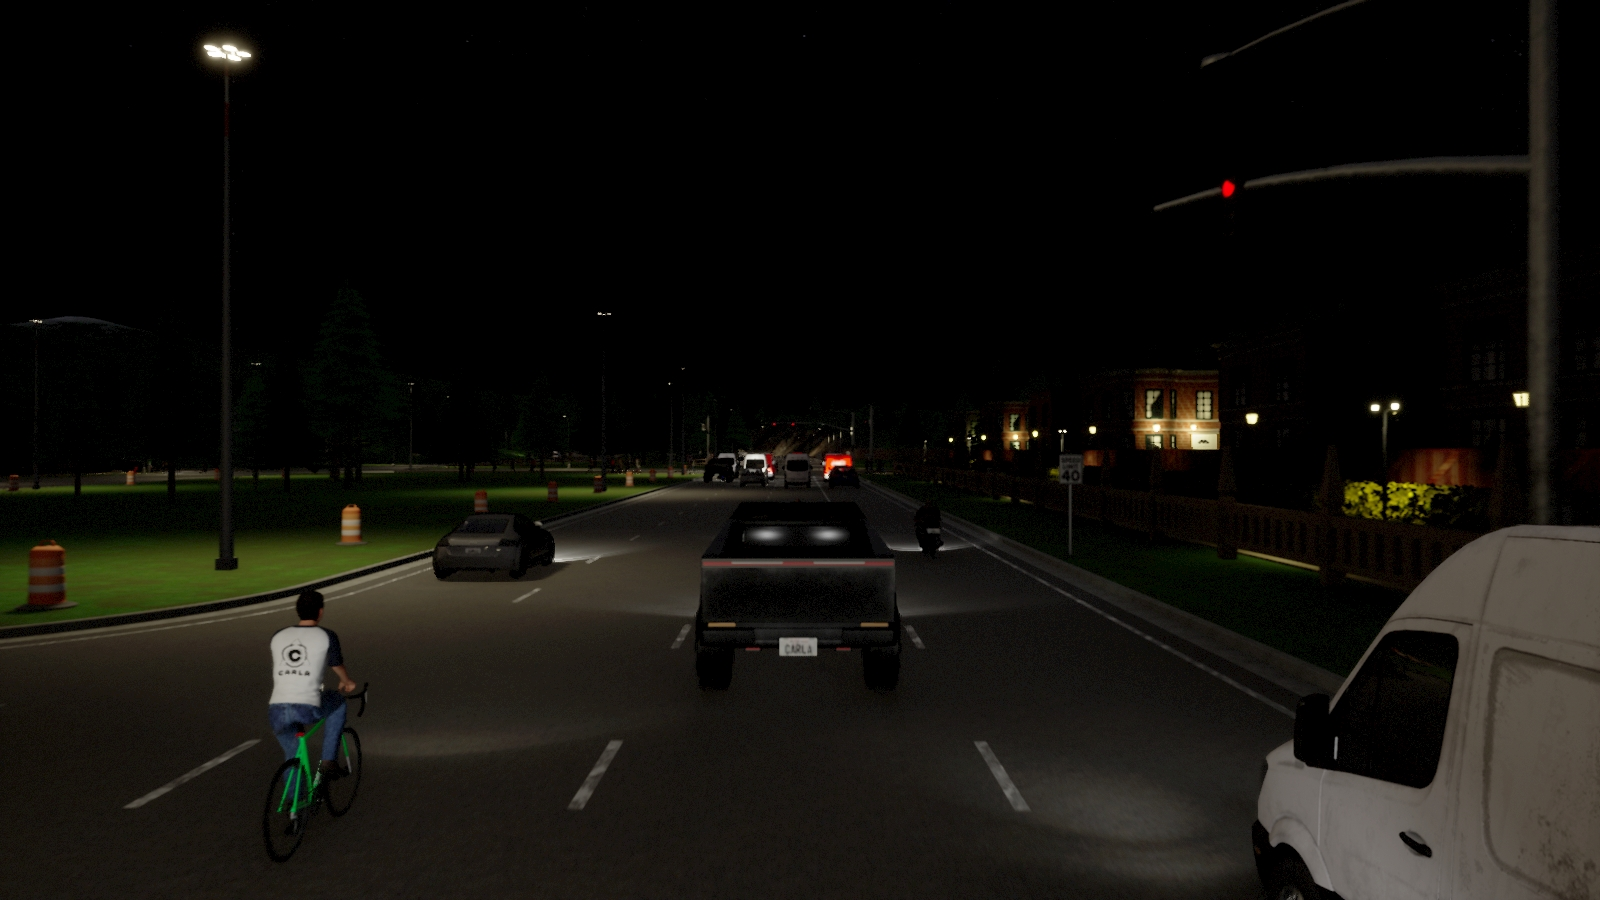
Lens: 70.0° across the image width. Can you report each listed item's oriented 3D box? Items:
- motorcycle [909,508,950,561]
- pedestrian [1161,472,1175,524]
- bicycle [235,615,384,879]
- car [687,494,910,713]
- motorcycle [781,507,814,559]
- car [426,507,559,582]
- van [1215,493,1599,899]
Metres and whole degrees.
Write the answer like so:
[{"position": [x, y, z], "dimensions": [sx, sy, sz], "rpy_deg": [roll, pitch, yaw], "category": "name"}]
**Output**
[{"position": [3.442, 2.226, 30.547], "dimensions": [0.867, 1.251, 2.209], "rpy_deg": [0, 0, 0], "category": "motorcycle"}, {"position": [13.258, 1.729, 41.190], "dimensions": [0.375, 1.860, 0.375], "rpy_deg": [0, 0, -3], "category": "pedestrian"}, {"position": [-3.510, 2.062, 8.302], "dimensions": [0.373, 1.496, 1.643], "rpy_deg": [0, 0, 0], "category": "bicycle"}, {"position": [-0.026, 1.764, 15.365], "dimensions": [2.390, 2.098, 6.274], "rpy_deg": [0, 0, 0], "category": "car"}, {"position": [-0.059, 2.226, 31.021], "dimensions": [0.867, 1.251, 2.209], "rpy_deg": [0, 0, 0], "category": "motorcycle"}, {"position": [-7.050, 2.137, 26.637], "dimensions": [1.994, 1.385, 4.181], "rpy_deg": [0, 0, 0], "category": "car"}, {"position": [3.491, 1.538, 3.905], "dimensions": [1.988, 2.561, 5.915], "rpy_deg": [0, 0, 0], "category": "van"}]
